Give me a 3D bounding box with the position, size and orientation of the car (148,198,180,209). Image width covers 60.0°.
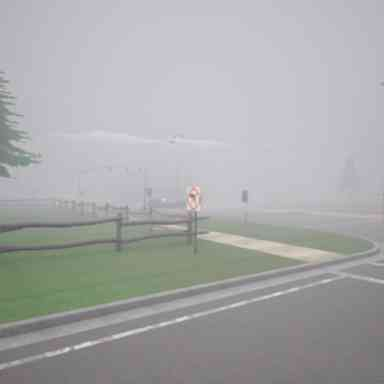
[{"bbox_3d":[-4.294,1.601,46.391,2.033,1.411,5.357,0,0,-35],"label":"car"}]

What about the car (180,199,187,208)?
[{"bbox_3d":[-0.539,1.662,47.106,1.895,1.301,4.718,0,0,-35],"label":"car"}]
